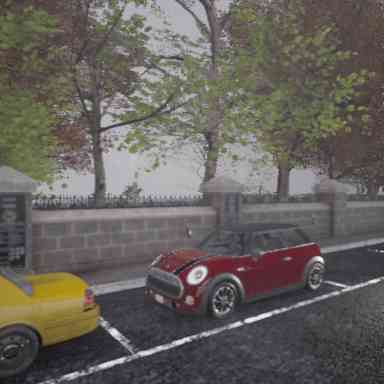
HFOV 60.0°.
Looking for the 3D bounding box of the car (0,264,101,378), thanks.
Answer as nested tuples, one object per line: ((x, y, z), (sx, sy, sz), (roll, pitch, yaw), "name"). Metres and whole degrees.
((-3.618, 1.526, 3.976), (4.829, 1.417, 1.752), (0, 0, -35), "car")

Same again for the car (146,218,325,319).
((1.031, 1.439, 7.292), (4.097, 1.590, 1.967), (0, 0, -35), "car")
